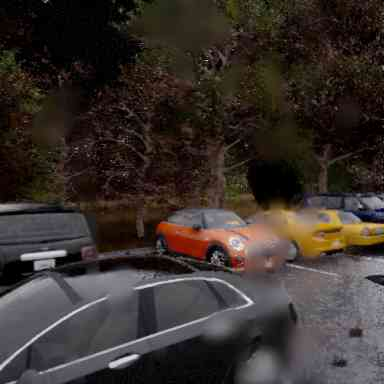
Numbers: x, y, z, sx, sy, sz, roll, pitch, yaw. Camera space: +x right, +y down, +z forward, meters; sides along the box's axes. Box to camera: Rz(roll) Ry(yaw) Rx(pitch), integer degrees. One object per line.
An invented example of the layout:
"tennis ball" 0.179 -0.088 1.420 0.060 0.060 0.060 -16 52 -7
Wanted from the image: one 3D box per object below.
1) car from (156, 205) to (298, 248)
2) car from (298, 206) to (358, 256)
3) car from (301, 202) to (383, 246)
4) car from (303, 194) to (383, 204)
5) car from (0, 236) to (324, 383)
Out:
"car" 0.700 1.325 10.598 2.185 1.767 4.553 0 0 -36
"car" 2.989 1.424 12.186 2.097 1.535 5.008 -1 0 -36
"car" 5.246 1.389 14.030 1.946 1.575 5.366 -1 0 -36
"car" 7.635 1.109 15.472 2.435 2.045 5.566 -1 0 -36
"car" -0.981 1.505 3.288 4.892 1.490 1.837 0 0 -35
